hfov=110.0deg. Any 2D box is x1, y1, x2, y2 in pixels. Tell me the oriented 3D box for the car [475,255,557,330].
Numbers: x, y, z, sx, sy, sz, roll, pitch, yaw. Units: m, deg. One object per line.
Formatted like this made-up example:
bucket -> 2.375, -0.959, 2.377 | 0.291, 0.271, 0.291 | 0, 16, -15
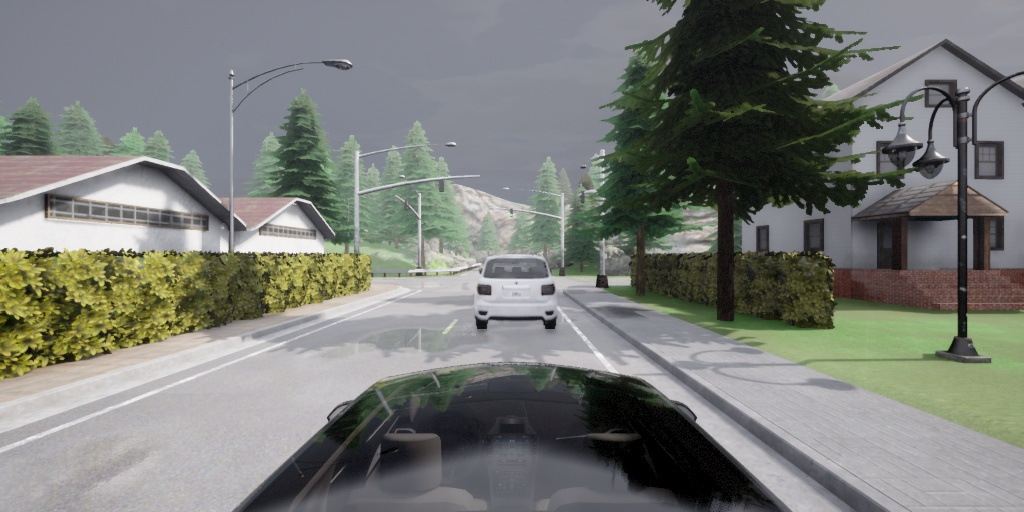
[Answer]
car -> 0.106, 0.974, 11.264 | 2.150, 2.045, 5.566 | 0, 0, 0
